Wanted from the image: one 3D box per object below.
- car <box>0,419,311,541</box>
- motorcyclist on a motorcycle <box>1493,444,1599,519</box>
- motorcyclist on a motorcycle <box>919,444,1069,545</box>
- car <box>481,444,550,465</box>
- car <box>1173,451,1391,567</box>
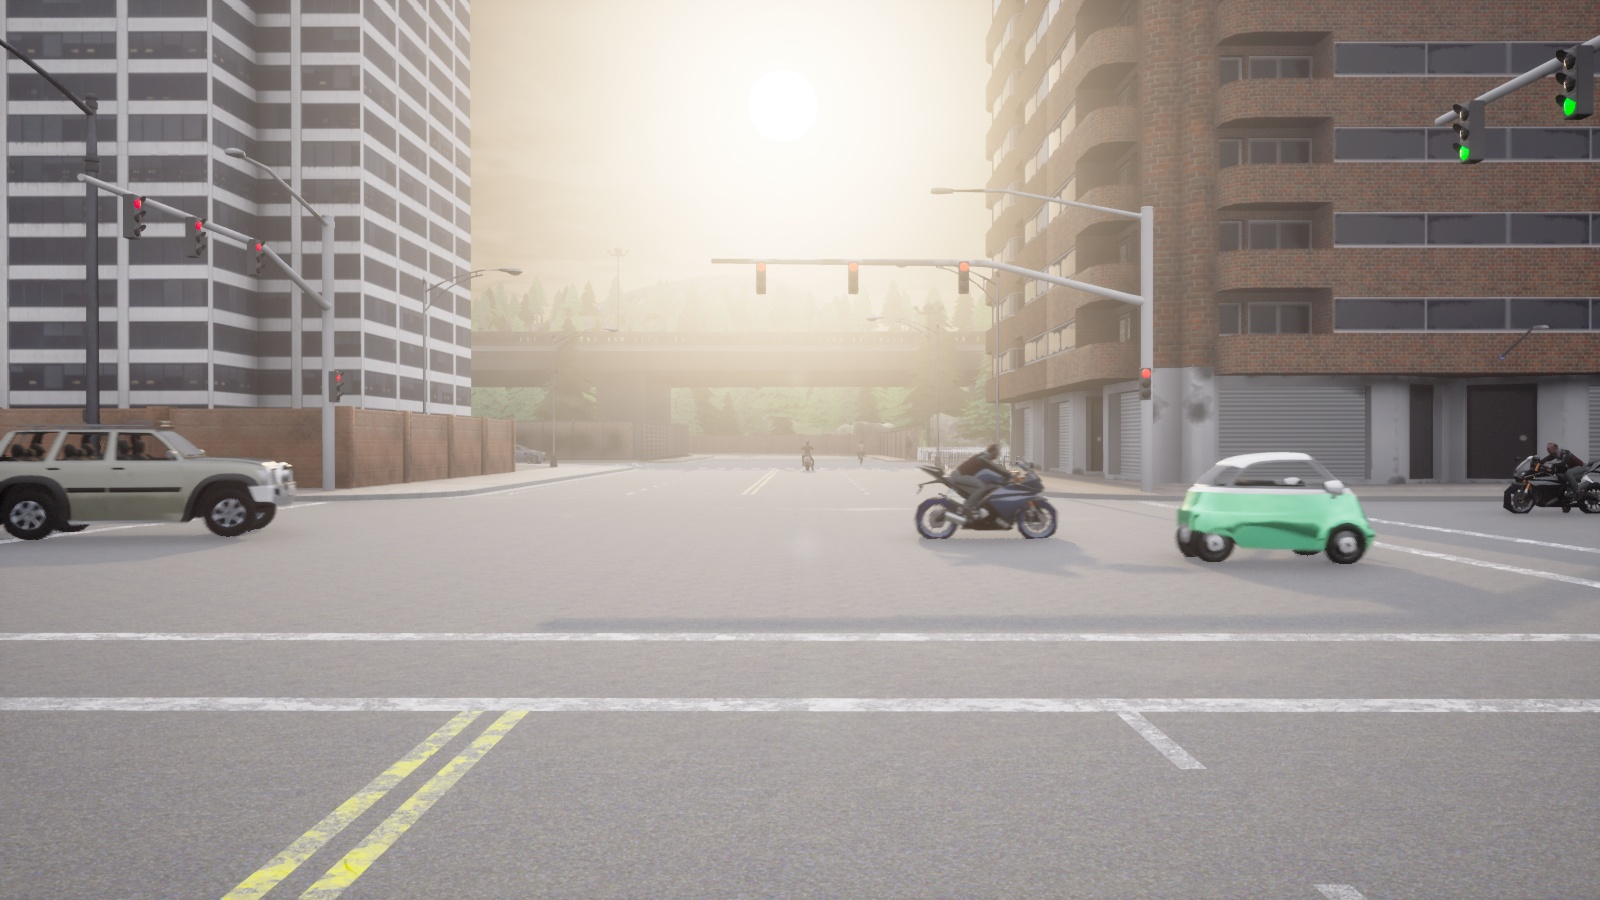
[{"bbox_3d":[-10.539,0.440,20.358,4.605,1.855,1.932,0,1,-12],"label":"car"},{"bbox_3d":[15.862,0.646,26.328,2.191,1.530,0.866,0,0,1],"label":"motorcyclist on a motorcycle"},{"bbox_3d":[2.977,0.674,19.470,2.191,1.530,0.866,0,0,1],"label":"motorcyclist on a motorcycle"},{"bbox_3d":[-18.803,0.271,83.105,4.181,1.385,1.994,0,0,0],"label":"car"},{"bbox_3d":[6.052,0.716,15.936,2.207,1.376,1.481,0,0,1],"label":"car"}]
